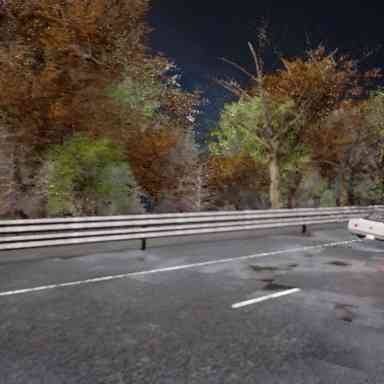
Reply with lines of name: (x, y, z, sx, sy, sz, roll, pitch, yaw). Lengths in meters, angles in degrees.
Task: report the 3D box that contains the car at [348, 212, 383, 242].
car: (8.735, 1.563, 14.073, 4.718, 1.301, 1.895, 4, 5, -35)
